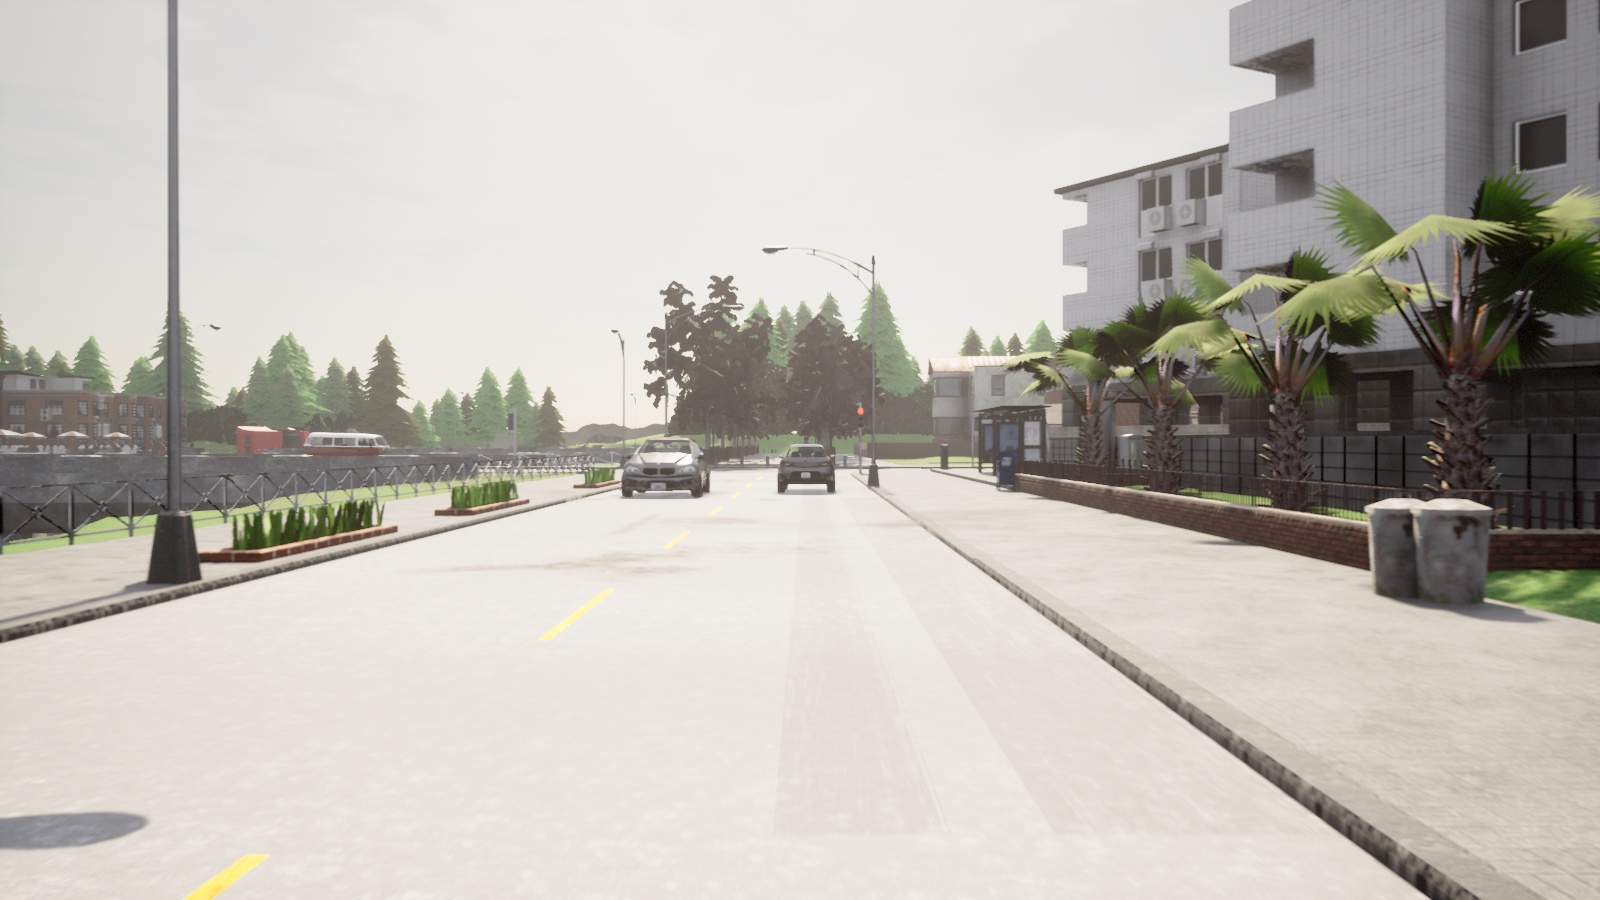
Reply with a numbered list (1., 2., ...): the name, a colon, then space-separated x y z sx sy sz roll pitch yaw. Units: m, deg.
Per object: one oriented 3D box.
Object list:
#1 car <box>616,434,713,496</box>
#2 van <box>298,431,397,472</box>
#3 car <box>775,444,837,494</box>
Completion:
1. car: -3.789 0.386 35.826 2.242 1.667 4.611 0 0 0
2. van: -24.011 0.068 66.707 4.480 2.038 2.069 1 0 0
3. car: 0.211 0.542 38.806 1.816 1.474 4.193 0 0 1
